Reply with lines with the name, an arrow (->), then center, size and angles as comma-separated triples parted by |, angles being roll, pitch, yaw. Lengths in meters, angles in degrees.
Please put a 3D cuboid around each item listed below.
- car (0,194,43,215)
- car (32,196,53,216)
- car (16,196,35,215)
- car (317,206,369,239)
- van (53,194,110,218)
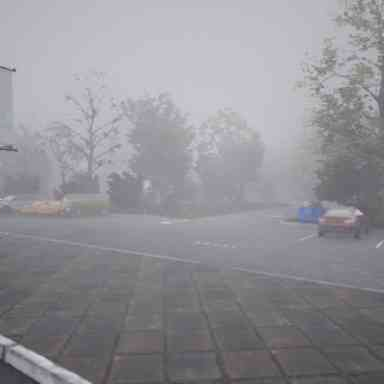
car -> -18.406, 1.268, 35.342 | 2.435, 2.045, 5.566 | -1, -1, 35
car -> -11.422, 1.403, 30.704 | 1.946, 1.575, 5.366 | -1, 0, 35
car -> -13.600, 1.432, 32.232 | 1.946, 1.575, 5.366 | -1, -1, 35
car -> 7.766, 1.457, 16.983 | 2.002, 1.452, 4.674 | 1, 0, 35
van -> -9.309, 1.156, 28.853 | 1.878, 1.987, 4.442 | -1, 0, 35
